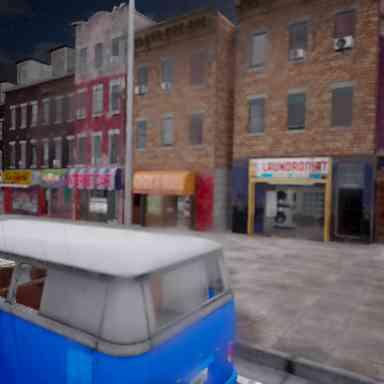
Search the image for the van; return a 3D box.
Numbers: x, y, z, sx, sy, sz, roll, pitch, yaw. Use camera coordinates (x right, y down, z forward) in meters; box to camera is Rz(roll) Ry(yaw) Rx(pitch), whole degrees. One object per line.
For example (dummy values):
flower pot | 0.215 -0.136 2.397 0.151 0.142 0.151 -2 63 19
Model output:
van | -1.474 1.291 3.783 3.998 1.788 1.690 1 2 34
